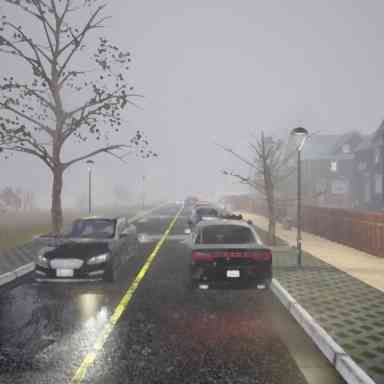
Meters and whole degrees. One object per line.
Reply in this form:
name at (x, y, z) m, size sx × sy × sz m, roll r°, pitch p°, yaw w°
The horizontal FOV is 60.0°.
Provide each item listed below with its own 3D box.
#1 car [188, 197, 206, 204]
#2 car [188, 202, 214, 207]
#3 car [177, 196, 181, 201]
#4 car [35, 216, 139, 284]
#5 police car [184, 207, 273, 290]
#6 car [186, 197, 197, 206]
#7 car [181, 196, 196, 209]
car at (0.807, 1.459, 25.285) m, size 1.801 × 1.575 × 5.366 m, roll 0°, pitch 0°, yaw 0°
car at (0.811, 1.527, 19.095) m, size 1.812 × 1.442 × 4.674 m, roll 0°, pitch 0°, yaw 0°
car at (-2.811, 1.662, 83.086) m, size 1.895 × 1.301 × 4.718 m, roll 0°, pitch 0°, yaw 0°
car at (-2.756, 1.491, 9.672) m, size 2.128 × 1.511 × 4.902 m, roll 0°, pitch 0°, yaw 0°
police car at (0.819, 1.425, 9.205) m, size 1.930 × 1.638 × 5.238 m, roll 0°, pitch 0°, yaw 0°
car at (-0.042, 1.551, 56.924) m, size 1.812 × 1.442 × 4.674 m, roll 0°, pitch 0°, yaw 0°
car at (-0.015, 1.367, 45.833) m, size 2.097 × 1.767 × 4.553 m, roll 0°, pitch 0°, yaw 0°
